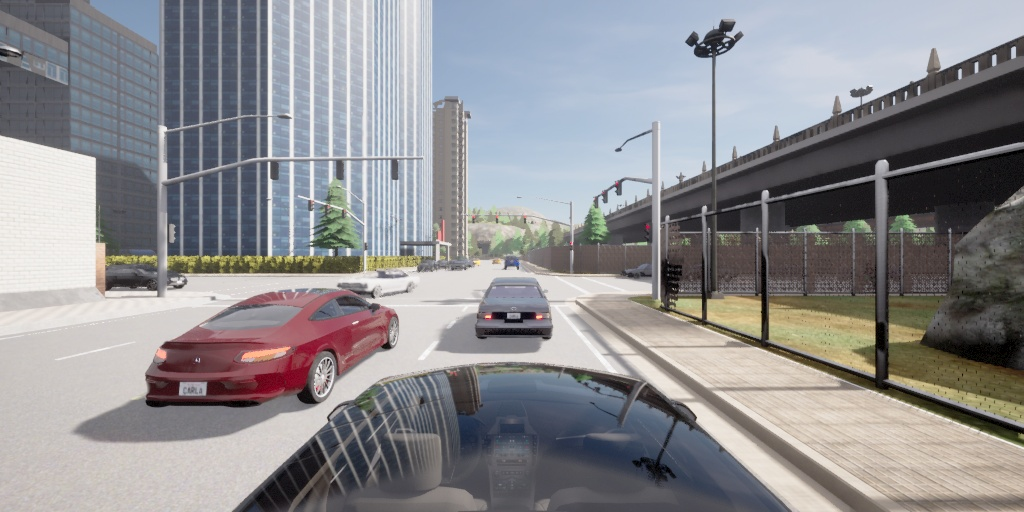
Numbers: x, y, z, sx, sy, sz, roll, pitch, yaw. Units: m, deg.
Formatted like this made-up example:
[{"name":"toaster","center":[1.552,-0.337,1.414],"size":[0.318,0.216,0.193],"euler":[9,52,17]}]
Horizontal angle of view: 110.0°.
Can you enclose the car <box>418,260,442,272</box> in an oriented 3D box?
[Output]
[{"name":"car","center":[-10.677,1.255,45.754],"size":[1.837,1.490,4.892],"euler":[0,0,0]}]

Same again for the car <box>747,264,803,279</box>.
[{"name":"car","center":[24.334,1.406,32.695],"size":[4.718,1.301,1.895],"euler":[0,0,0]}]

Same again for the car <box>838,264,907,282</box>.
[{"name":"car","center":[29.279,1.332,29.202],"size":[4.674,1.442,1.812],"euler":[-1,0,0]}]

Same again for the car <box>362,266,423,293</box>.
[{"name":"car","center":[-6.710,1.369,18.309],"size":[1.895,1.301,4.718],"euler":[0,0,15]}]

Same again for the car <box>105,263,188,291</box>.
[{"name":"car","center":[-22.583,1.331,21.823],"size":[4.674,1.442,1.812],"euler":[0,0,0]}]

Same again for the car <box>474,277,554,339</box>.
[{"name":"car","center":[0.079,1.297,10.013],"size":[2.033,1.411,5.357],"euler":[0,0,1]}]

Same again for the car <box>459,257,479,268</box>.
[{"name":"car","center":[-7.182,1.297,58.765],"size":[2.033,1.411,5.357],"euler":[0,0,0]}]

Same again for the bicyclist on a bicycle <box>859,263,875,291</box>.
[{"name":"bicyclist on a bicycle","center":[18.267,1.106,18.188],"size":[0.582,1.620,1.656],"euler":[0,0,0]}]

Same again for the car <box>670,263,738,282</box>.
[{"name":"car","center":[15.666,1.297,29.161],"size":[4.902,1.511,2.128],"euler":[0,0,0]}]

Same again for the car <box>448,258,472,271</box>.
[{"name":"car","center":[-7.177,1.314,49.527],"size":[1.994,1.385,4.181],"euler":[0,0,0]}]

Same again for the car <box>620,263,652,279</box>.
[{"name":"car","center":[12.722,1.353,32.648],"size":[5.357,1.411,2.033],"euler":[0,0,0]}]

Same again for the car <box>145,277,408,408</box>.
[{"name":"car","center":[-3.449,1.276,6.193],"size":[1.812,1.442,4.674],"euler":[0,0,0]}]

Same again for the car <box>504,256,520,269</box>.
[{"name":"car","center":[-0.034,0.971,55.419],"size":[2.150,2.045,5.566],"euler":[0,0,0]}]

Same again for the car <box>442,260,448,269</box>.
[{"name":"car","center":[-10.690,1.276,54.993],"size":[1.812,1.442,4.674],"euler":[0,0,0]}]
